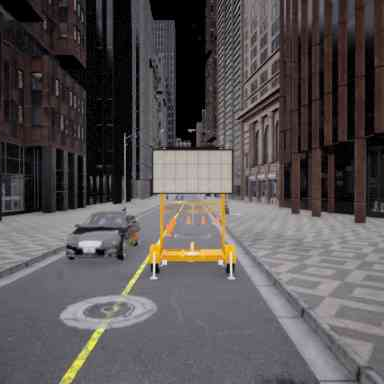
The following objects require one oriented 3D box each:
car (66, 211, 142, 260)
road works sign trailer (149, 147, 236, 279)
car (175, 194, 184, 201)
[{"bbox_3d":[-3.074,1.481,12.407,2.128,1.511,4.902,0,0,0],"label":"car"},{"bbox_3d":[0.019,0.457,9.962,2.380,3.560,2.880,0,0,0],"label":"road works sign trailer"},{"bbox_3d":[-2.850,1.249,74.840,2.128,1.511,4.902,0,0,0],"label":"car"}]
